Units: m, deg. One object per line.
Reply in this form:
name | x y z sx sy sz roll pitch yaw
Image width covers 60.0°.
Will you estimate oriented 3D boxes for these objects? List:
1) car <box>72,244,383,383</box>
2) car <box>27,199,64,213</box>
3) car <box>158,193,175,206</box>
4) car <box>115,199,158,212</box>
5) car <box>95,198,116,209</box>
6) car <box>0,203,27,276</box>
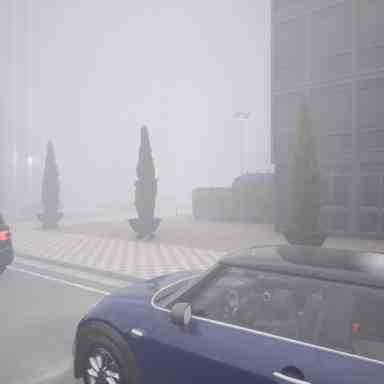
car | 0.827 1.352 3.404 4.553 1.767 2.097 0 0 36
car | -16.776 1.491 37.202 2.128 1.511 4.902 0 0 35
car | -4.982 1.221 54.013 2.150 2.045 5.566 0 0 35
car | -6.510 1.564 39.305 1.994 1.385 4.181 0 0 35
car | -11.073 1.564 45.336 1.994 1.385 4.181 0 0 35
car | -7.033 1.222 8.995 5.566 2.045 2.150 0 0 36
